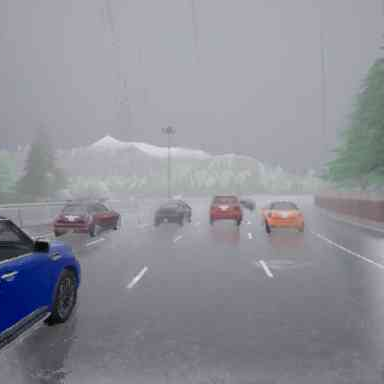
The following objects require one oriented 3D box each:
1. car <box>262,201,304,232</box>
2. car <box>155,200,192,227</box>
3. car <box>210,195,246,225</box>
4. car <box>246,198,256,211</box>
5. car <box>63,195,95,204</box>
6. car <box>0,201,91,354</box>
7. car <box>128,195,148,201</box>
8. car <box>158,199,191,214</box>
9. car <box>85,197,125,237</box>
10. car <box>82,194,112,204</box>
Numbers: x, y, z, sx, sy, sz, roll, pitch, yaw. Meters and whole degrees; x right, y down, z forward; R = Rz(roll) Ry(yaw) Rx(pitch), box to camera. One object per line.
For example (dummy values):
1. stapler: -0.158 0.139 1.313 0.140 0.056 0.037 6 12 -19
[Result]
1. car: 5.444 1.350 20.346 2.097 1.767 4.553 0 0 9
2. car: -1.205 1.501 23.002 1.837 1.490 4.892 0 0 10
3. car: 2.635 1.219 24.565 2.150 2.045 5.566 0 0 11
4. car: 6.541 1.498 39.807 1.837 1.490 4.892 0 0 17
5. car: -18.351 1.185 54.192 2.033 1.411 5.357 0 0 20
6. car: -3.267 1.219 3.998 2.150 2.045 5.566 0 0 2
7. car: -8.474 1.123 50.628 1.882 1.535 5.008 0 0 20
8. car: -1.821 1.541 36.304 2.033 1.411 5.357 0 0 15
9. car: -5.509 1.349 18.090 2.097 1.767 4.553 0 0 7
10. car: -15.059 1.131 53.004 2.128 1.511 4.902 0 0 20
